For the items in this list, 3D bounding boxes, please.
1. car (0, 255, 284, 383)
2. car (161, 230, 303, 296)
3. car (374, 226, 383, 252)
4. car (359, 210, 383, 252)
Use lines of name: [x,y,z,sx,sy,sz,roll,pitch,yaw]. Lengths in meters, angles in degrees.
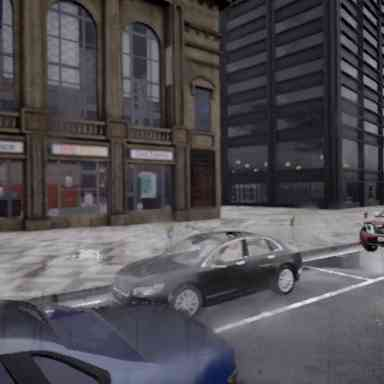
car: [-2.054,1.550,1.907,5.357,1.411,2.033,0,0,-36]
car: [0.523,1.542,7.034,4.403,1.369,2.008,0,-1,-36]
car: [6.503,1.543,8.007,4.181,1.385,1.994,0,0,-35]
car: [8.475,1.285,12.715,5.009,1.841,2.192,0,-1,-36]
